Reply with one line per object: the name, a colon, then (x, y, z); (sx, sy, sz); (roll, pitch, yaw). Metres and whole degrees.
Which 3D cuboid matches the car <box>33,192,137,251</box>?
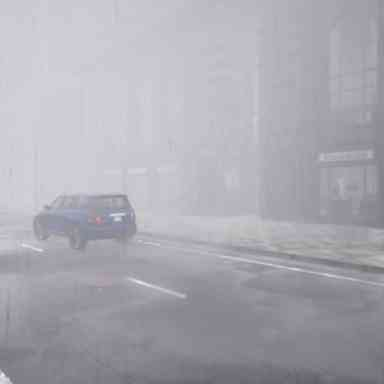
car: (-4.545, 1.048, 13.692); (5.566, 2.045, 2.150); (0, 2, 45)
